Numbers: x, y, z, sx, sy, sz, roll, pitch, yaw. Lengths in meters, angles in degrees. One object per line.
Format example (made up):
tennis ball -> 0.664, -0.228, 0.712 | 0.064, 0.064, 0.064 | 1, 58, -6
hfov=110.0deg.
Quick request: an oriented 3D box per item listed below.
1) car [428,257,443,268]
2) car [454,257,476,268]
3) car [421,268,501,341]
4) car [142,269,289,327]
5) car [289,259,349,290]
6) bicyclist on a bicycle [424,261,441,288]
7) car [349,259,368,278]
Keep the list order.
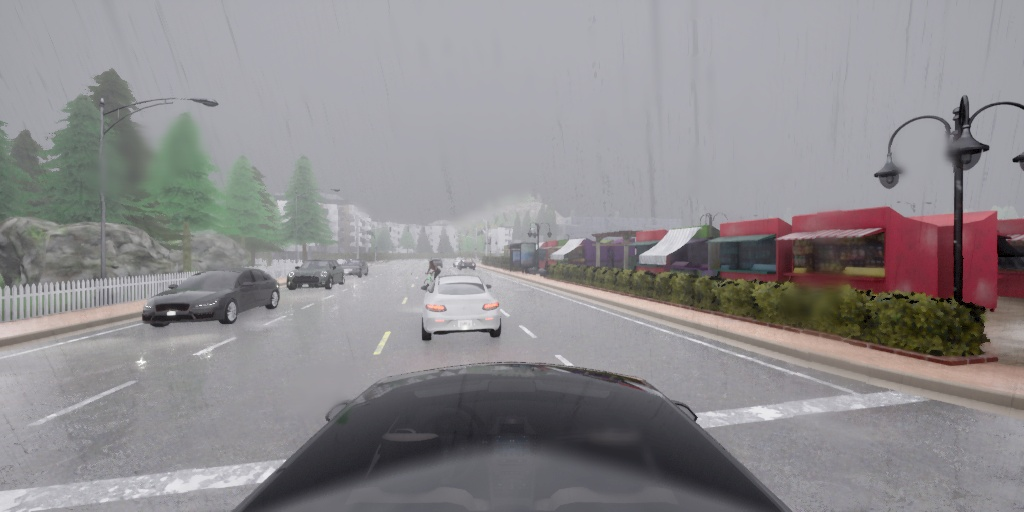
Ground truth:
car -> -10.814, 0.897, 50.793 | 1.837, 1.490, 4.892 | 0, 0, -13
car -> -5.587, 1.046, 43.729 | 1.895, 1.301, 4.718 | 0, 0, -13
car -> -1.468, 1.225, 9.737 | 1.812, 1.442, 4.674 | 0, 0, -12
car -> -9.179, 1.190, 11.457 | 1.837, 1.490, 4.892 | 0, 0, -13
car -> -11.374, 0.965, 21.059 | 2.097, 1.767, 4.553 | 0, 0, -13
bicyclist on a bicycle -> -4.293, 1.078, 19.589 | 0.582, 1.620, 1.656 | 0, 1, 25
car -> -13.564, 1.032, 30.683 | 2.128, 1.511, 4.902 | 0, 0, -13
